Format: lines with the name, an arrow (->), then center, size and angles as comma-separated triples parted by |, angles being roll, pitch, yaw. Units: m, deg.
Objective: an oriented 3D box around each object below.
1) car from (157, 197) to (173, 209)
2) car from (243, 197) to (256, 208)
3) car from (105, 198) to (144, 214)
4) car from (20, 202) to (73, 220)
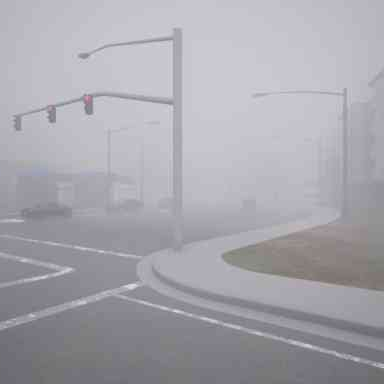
car -> -3.205, 1.505, 45.341 | 1.837, 1.490, 4.892 | 0, 0, 15
car -> 8.343, 1.491, 48.094 | 2.128, 1.511, 4.902 | 0, 0, 10
car -> -7.251, 1.478, 36.087 | 1.882, 1.535, 5.008 | 0, 0, 30
car -> -12.428, 1.564, 28.604 | 1.994, 1.385, 4.181 | 0, 0, 36
